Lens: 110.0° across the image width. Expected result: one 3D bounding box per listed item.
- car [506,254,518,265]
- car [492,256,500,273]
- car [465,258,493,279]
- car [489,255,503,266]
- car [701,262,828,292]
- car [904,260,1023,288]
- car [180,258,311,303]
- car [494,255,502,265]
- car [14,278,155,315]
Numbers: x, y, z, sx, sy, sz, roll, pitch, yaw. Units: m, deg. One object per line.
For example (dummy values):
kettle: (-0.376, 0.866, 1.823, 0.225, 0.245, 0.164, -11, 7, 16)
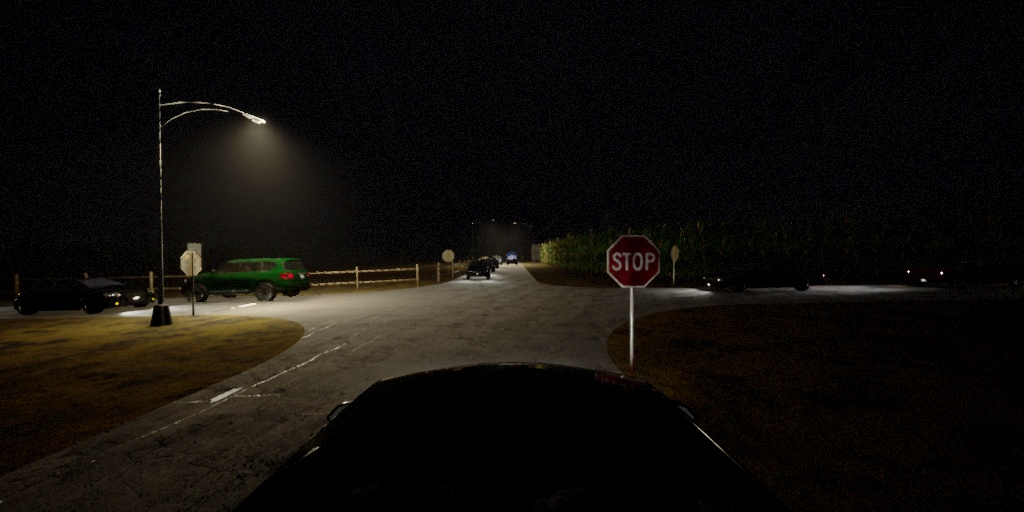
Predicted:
car: (0.020, 0.830, 61.920, 2.128, 1.511, 4.902, 0, 1, 0)
car: (-2.839, 1.045, 40.122, 2.128, 1.511, 4.902, 0, 0, 0)
car: (-2.789, 1.132, 30.486, 1.837, 1.490, 4.892, 0, 0, -2)
car: (-2.774, 0.684, 62.394, 2.097, 1.767, 4.553, 0, 1, 0)
car: (12.551, 1.006, 17.999, 5.357, 1.411, 2.033, -1, 0, 1)
car: (22.856, 0.866, 18.014, 4.718, 1.301, 1.895, -1, 0, 0)
car: (-13.080, 1.166, 17.830, 5.566, 2.045, 2.150, -1, 0, 1)
car: (-2.817, 0.988, 50.462, 1.812, 1.442, 4.674, 0, 0, 0)
car: (-17.577, 1.600, 14.877, 4.181, 1.385, 1.994, -1, 0, 0)
